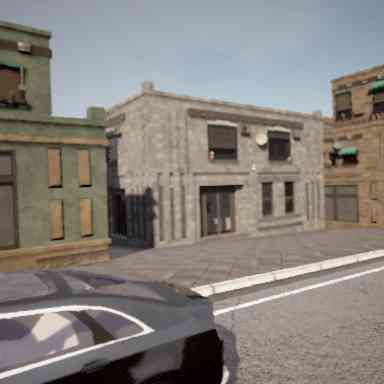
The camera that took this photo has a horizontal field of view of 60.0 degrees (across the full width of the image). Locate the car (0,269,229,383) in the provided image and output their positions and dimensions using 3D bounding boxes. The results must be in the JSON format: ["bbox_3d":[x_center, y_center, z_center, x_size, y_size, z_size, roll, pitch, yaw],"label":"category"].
[{"bbox_3d":[-1.946,1.492,2.523,4.902,1.511,2.128,0,0,-35],"label":"car"}]
